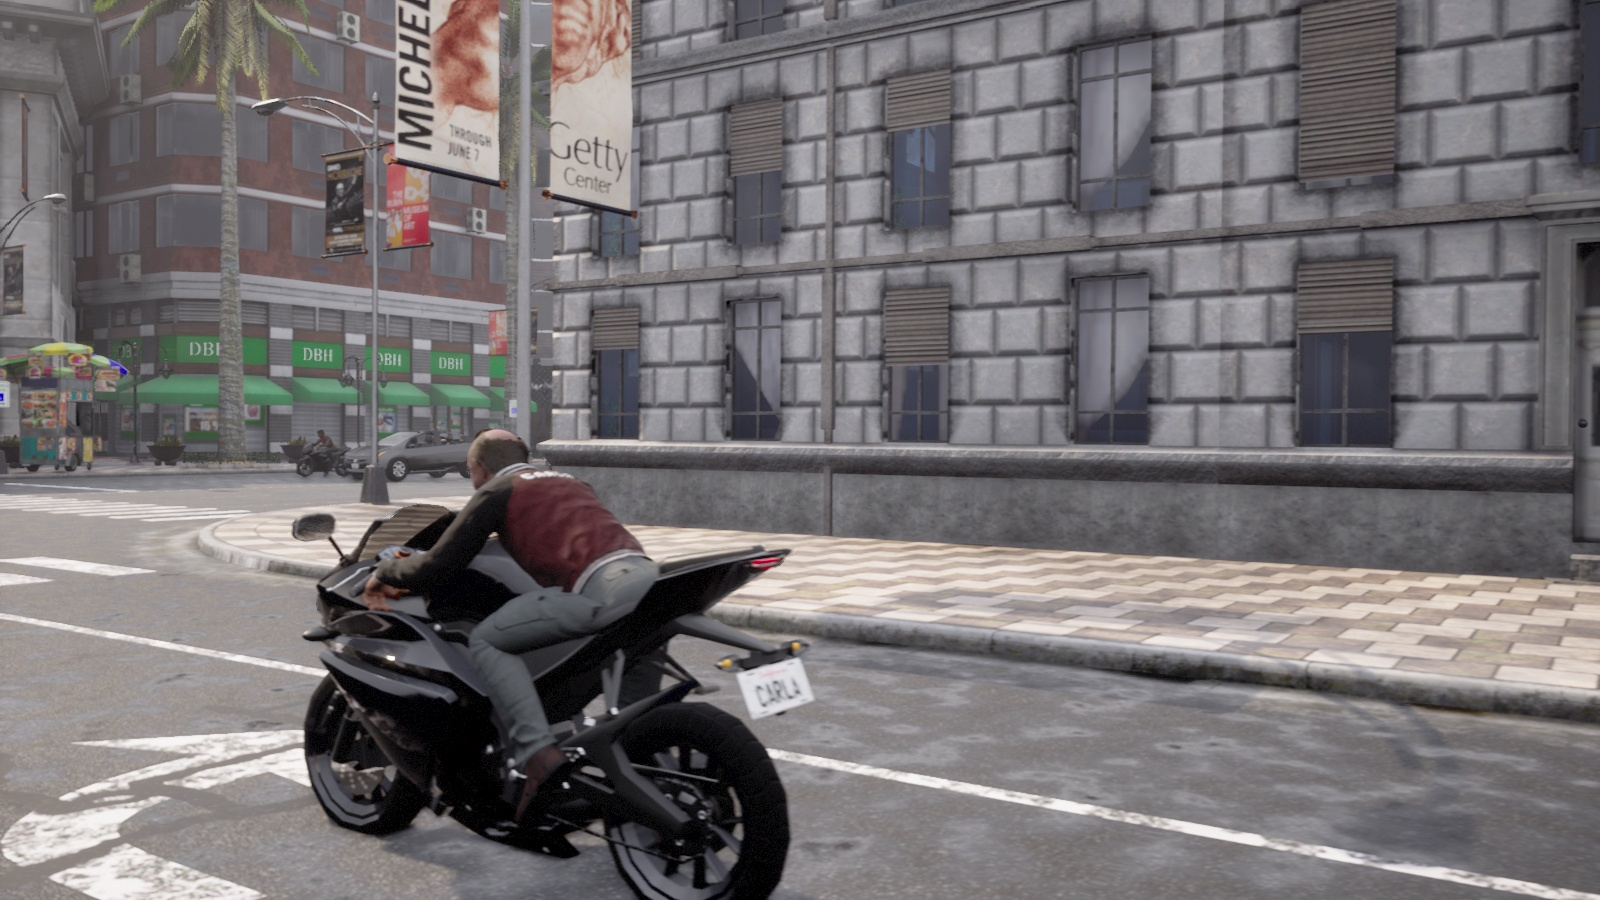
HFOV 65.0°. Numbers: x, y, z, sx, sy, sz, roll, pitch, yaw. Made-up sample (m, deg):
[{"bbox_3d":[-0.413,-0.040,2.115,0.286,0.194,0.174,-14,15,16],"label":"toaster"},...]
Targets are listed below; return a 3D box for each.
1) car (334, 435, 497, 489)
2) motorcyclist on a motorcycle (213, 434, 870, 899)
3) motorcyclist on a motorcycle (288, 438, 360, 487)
[{"bbox_3d":[-11.772,0.325,38.718,2.007,1.525,4.514,0,1,34],"label":"car"},{"bbox_3d":[-0.937,0.723,4.246,2.191,1.530,0.866,0,1,34],"label":"motorcyclist on a motorcycle"},{"bbox_3d":[-15.107,0.382,39.933,0.797,1.523,2.044,0,1,34],"label":"motorcyclist on a motorcycle"}]
